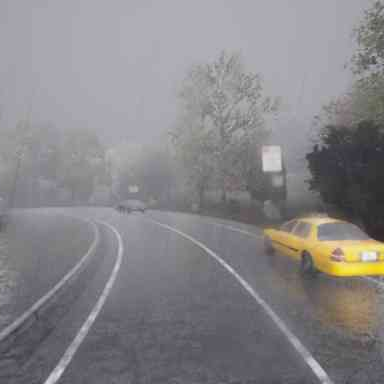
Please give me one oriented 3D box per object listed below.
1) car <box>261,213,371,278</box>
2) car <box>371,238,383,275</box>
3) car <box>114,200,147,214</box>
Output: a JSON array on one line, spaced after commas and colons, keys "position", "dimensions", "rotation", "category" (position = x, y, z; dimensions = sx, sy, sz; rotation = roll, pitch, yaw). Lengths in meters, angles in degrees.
[{"position": [3.658, 1.400, 10.026], "dimensions": [1.801, 1.575, 5.366], "rotation": [-1, 0, -8], "category": "car"}, {"position": [4.207, 1.515, 3.591], "dimensions": [1.812, 1.442, 4.674], "rotation": [0, 0, -2], "category": "car"}, {"position": [-6.535, 1.520, 35.088], "dimensions": [2.033, 1.411, 5.357], "rotation": [-3, 1, -32], "category": "car"}]
